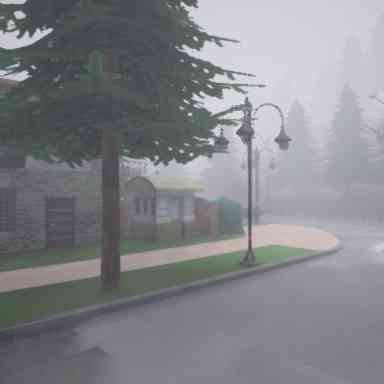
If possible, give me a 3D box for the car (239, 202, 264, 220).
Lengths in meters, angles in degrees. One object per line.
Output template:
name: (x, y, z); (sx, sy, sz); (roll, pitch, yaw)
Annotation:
car: (3.309, 1.439, 26.242); (1.895, 1.301, 4.718); (0, 0, -44)
